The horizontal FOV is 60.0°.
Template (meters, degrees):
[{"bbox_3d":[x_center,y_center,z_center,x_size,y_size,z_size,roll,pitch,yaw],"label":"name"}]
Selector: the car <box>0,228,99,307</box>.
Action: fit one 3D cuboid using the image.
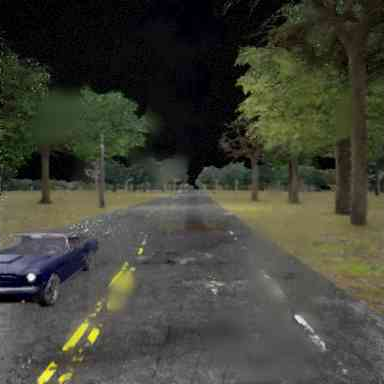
[{"bbox_3d":[-3.724,1.622,8.111,1.895,1.301,4.718,0,0,-3],"label":"car"}]
